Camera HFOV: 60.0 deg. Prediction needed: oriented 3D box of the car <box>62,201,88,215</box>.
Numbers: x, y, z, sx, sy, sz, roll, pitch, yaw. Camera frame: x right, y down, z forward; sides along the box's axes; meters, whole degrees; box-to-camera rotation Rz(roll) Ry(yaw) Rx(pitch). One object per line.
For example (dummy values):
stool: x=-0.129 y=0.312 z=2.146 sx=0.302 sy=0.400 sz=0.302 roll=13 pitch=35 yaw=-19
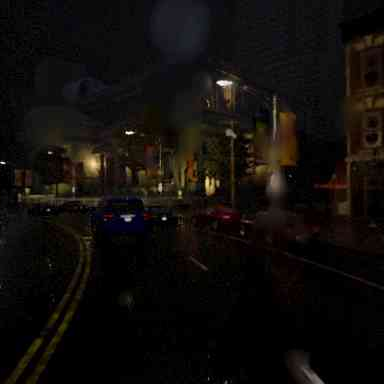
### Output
car: x=-13.429 y=1.728 z=36.930 sx=2.033 sy=1.411 sz=5.357 roll=0 pitch=0 yaw=-44

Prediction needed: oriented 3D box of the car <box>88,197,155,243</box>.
car: x=-3.766 y=1.286 z=16.799 sx=2.150 sy=2.045 sz=5.566 roll=0 pitch=0 yaw=-22

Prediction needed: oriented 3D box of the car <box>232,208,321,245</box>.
car: x=3.826 y=1.601 z=15.676 sx=1.895 sy=1.301 sz=4.718 roll=0 pitch=0 yaw=-15

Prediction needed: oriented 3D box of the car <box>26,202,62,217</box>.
car: x=-15.232 y=1.750 z=33.637 sx=1.994 sy=1.385 sz=4.181 roll=0 pitch=0 yaw=-43

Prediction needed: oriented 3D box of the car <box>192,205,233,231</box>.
car: x=1.611 y=1.554 z=20.961 sx=2.002 sy=1.452 sz=4.674 roll=0 pitch=0 yaw=-25

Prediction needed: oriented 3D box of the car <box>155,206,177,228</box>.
car: x=-2.603 y=1.632 z=22.262 sx=1.994 sy=1.385 sz=4.181 roll=0 pitch=0 yaw=-27
